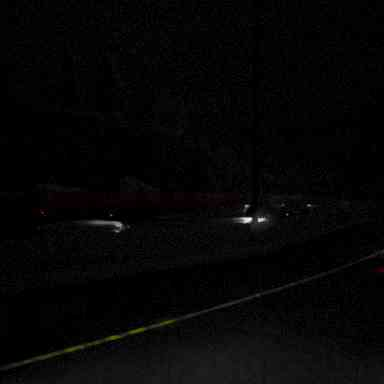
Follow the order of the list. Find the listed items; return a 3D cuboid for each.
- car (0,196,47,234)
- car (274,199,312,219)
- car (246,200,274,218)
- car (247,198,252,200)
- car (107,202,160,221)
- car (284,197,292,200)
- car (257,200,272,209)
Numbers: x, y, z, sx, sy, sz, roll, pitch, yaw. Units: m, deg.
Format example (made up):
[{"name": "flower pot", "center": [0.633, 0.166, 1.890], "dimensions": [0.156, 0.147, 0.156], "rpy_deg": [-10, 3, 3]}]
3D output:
[{"name": "car", "center": [-10.843, 1.269, 17.908], "dimensions": [5.566, 2.045, 2.150], "rpy_deg": [0, 0, -38]}, {"name": "car", "center": [9.330, 1.679, 30.151], "dimensions": [1.837, 1.490, 4.892], "rpy_deg": [0, 0, 32]}, {"name": "car", "center": [6.821, 1.741, 32.723], "dimensions": [1.994, 1.385, 4.181], "rpy_deg": [0, 0, 31]}, {"name": "car", "center": [12.078, 1.879, 66.527], "dimensions": [1.812, 1.442, 4.674], "rpy_deg": [0, 0, 17]}, {"name": "car", "center": [-4.900, 1.622, 28.417], "dimensions": [1.837, 1.490, 4.892], "rpy_deg": [0, 0, 40]}, {"name": "car", "center": [20.690, 1.897, 70.904], "dimensions": [1.837, 1.490, 4.892], "rpy_deg": [0, 0, 17]}, {"name": "car", "center": [11.421, 1.886, 52.323], "dimensions": [1.895, 1.301, 4.718], "rpy_deg": [0, 0, 17]}]
